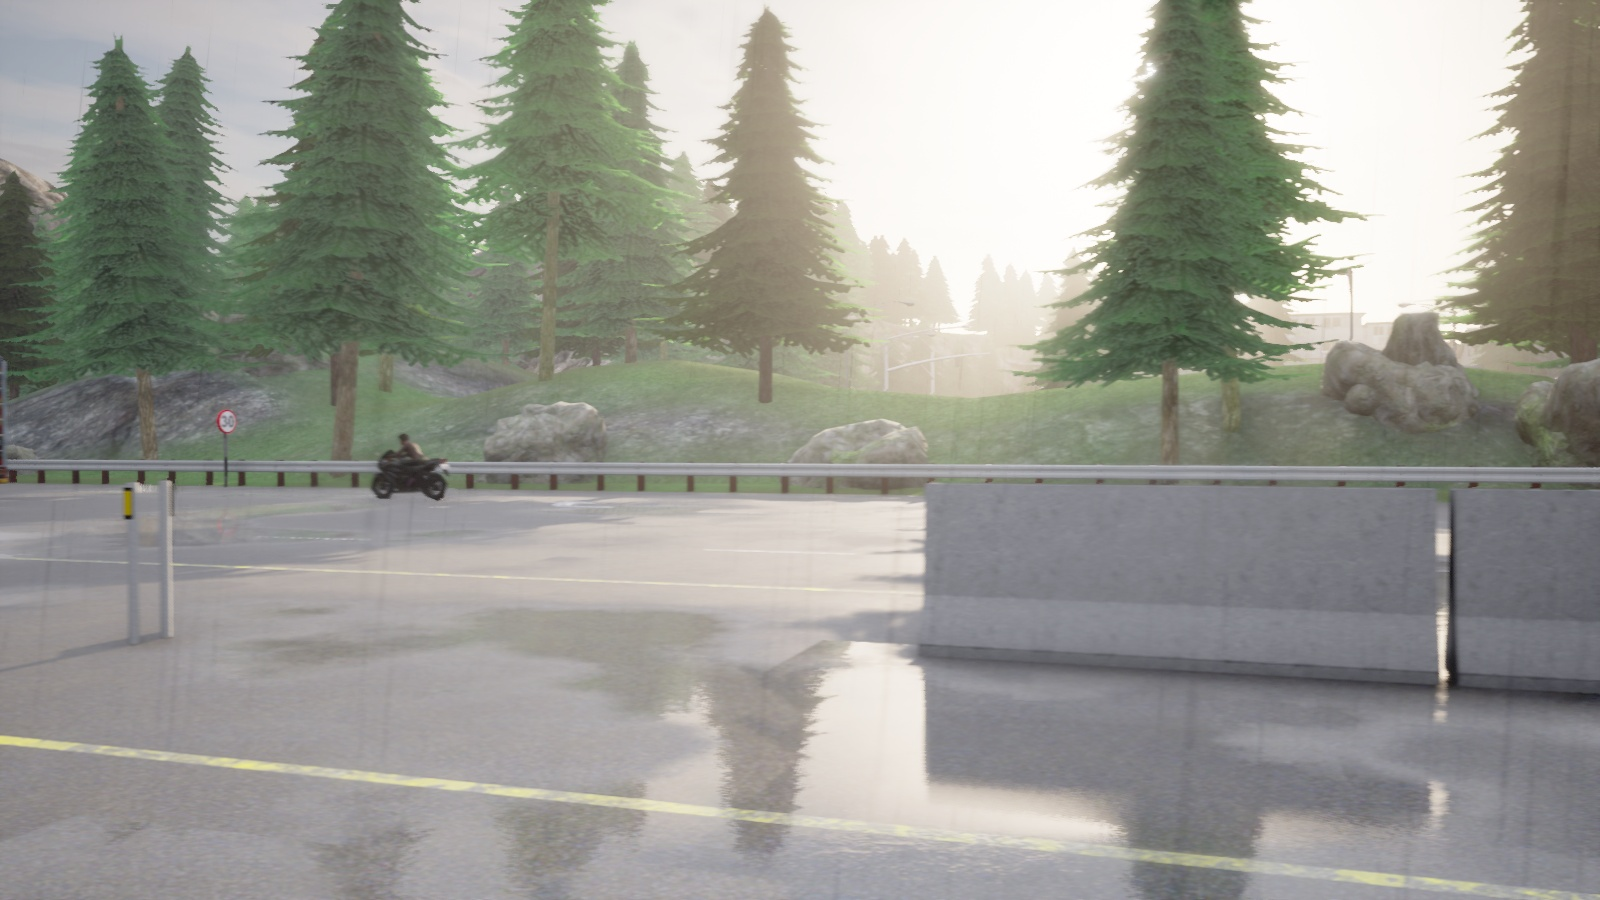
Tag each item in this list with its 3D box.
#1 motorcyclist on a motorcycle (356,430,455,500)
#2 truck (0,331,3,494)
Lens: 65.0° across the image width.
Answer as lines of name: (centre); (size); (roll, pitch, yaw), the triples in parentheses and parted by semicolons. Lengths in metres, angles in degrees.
motorcyclist on a motorcycle: (-8.897, 0.321, 28.344); (2.044, 1.523, 0.797); (1, 1, 19)
truck: (-23.187, -0.897, 29.442); (8.468, 3.827, 2.891); (1, 1, 19)
